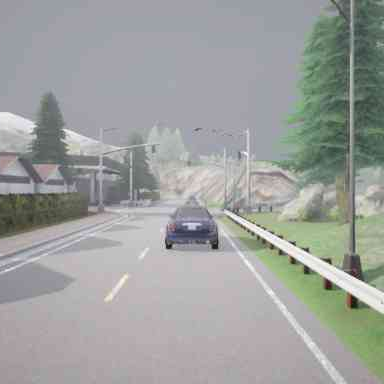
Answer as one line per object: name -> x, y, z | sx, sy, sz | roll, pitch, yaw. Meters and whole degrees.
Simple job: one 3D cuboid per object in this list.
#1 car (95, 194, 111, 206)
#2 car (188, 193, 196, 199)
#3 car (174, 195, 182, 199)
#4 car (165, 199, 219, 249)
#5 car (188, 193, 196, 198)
car -> -14.526, 1.265, 54.820 | 1.905, 1.878, 3.866 | 0, 0, -1
car -> 0.002, 1.104, 93.896 | 2.097, 1.767, 4.553 | 0, 0, -2
car -> -3.497, 1.444, 84.568 | 1.812, 1.442, 4.674 | 0, 0, 0
car -> 0.001, 1.354, 14.620 | 2.097, 1.767, 4.553 | 0, 0, 0
car -> 0.003, 1.356, 80.591 | 1.812, 1.442, 4.674 | 0, 0, 0
